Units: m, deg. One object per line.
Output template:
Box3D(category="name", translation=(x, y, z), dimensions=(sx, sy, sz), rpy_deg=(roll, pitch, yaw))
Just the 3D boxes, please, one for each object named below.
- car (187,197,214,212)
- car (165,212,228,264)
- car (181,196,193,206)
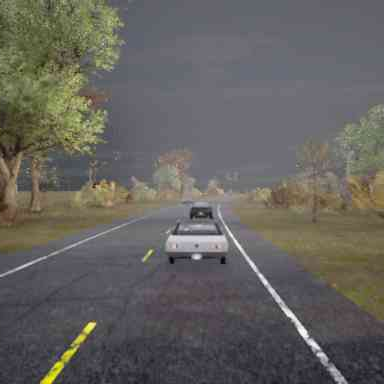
Box3D(category="car", translation=(0.852, 1.528, 28.737), dimensions=(1.882, 1.535, 5.008), rpy_deg=(0, 0, 3))
Box3D(category="car", translation=(0.214, 1.624, 11.981), dimensions=(1.895, 1.301, 4.718), rpy_deg=(0, 0, 2))
Box3D(category="car", translation=(-0.589, 1.436, 58.255), dimensions=(2.097, 1.767, 4.553), rpy_deg=(0, 0, 6))
